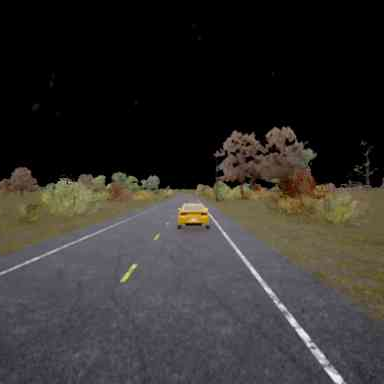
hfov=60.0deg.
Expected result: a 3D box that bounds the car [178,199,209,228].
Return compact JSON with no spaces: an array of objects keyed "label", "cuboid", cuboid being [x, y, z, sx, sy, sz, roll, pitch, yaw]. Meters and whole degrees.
[{"label":"car","cuboid":[0.100,1.479,22.032,1.882,1.535,5.008,0,0,0]}]

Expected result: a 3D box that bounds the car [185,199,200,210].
[{"label":"car","cuboid":[0.103,1.609,44.366,1.895,1.301,4.718,0,0,0]}]
